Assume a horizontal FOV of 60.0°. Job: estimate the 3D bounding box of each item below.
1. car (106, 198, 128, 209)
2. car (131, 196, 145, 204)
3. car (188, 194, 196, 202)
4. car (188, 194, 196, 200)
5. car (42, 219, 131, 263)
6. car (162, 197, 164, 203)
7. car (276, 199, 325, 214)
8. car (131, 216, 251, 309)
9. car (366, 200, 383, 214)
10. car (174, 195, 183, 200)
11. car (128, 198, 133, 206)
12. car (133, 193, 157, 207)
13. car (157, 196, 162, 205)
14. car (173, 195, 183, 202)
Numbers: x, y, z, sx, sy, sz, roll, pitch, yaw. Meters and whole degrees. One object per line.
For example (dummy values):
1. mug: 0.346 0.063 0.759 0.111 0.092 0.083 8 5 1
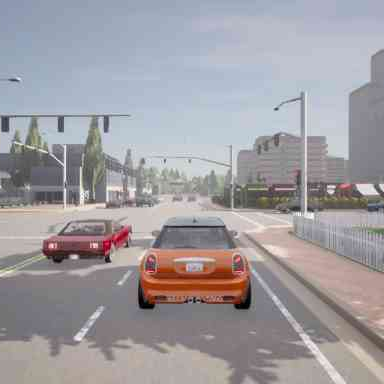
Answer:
1. car: -10.614 1.564 46.251 1.994 1.385 4.181 0 0 0
2. car: -10.569 1.564 64.961 1.994 1.385 4.181 0 0 0
3. car: -0.028 1.531 77.353 2.033 1.411 5.357 0 0 0
4. car: -0.031 1.398 87.628 2.128 1.511 4.902 0 0 0
5. car: -3.420 1.601 11.912 1.895 1.301 4.718 0 0 0
6. car: -7.025 1.524 70.808 1.812 1.442 4.674 0 0 0
7. car: 11.259 1.492 34.676 4.902 1.511 2.128 0 0 -1
8. car: 0.061 1.352 8.017 2.097 1.767 4.553 0 0 0
9. car: 20.903 1.478 34.917 5.008 1.535 1.882 0 0 -2
10. car: -3.531 1.425 87.625 1.994 1.385 4.181 0 0 0
11. car: -10.605 1.601 55.013 1.895 1.301 4.718 0 0 0
12. car: -7.114 1.221 51.077 2.150 2.045 5.566 0 0 1
13. car: -7.093 1.564 60.483 1.994 1.385 4.181 0 0 0
14. car: -3.528 1.513 77.670 1.812 1.442 4.674 0 0 0
